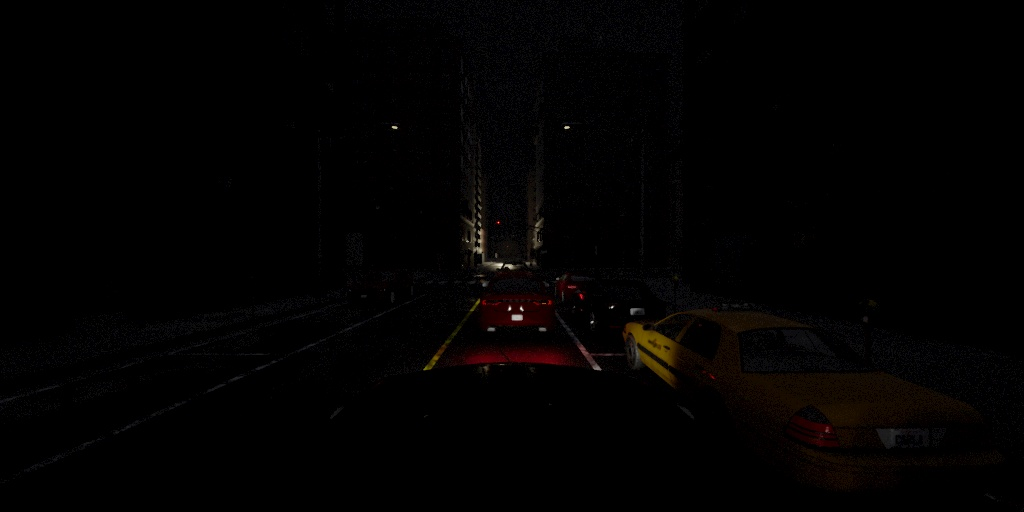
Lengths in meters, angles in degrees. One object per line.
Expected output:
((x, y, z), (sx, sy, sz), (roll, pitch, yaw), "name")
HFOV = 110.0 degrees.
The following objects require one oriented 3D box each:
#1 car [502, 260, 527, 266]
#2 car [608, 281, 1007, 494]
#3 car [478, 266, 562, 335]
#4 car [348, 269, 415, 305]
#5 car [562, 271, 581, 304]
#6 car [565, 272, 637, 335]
((0.145, 1.096, 20.817), (2.097, 1.767, 4.553), (0, 0, 0), "car")
((2.880, 1.274, 4.889), (1.751, 1.417, 4.829), (0, 0, 0), "car")
((0.118, 1.225, 10.488), (1.882, 1.535, 5.008), (0, 0, 0), "car")
((-5.636, 1.291, 15.911), (1.888, 1.381, 4.507), (0, 0, 0), "car")
((2.910, 1.327, 15.891), (1.802, 1.307, 4.207), (0, 0, 0), "car")
((2.895, 1.313, 10.305), (1.948, 1.339, 4.313), (0, 0, 0), "car")
